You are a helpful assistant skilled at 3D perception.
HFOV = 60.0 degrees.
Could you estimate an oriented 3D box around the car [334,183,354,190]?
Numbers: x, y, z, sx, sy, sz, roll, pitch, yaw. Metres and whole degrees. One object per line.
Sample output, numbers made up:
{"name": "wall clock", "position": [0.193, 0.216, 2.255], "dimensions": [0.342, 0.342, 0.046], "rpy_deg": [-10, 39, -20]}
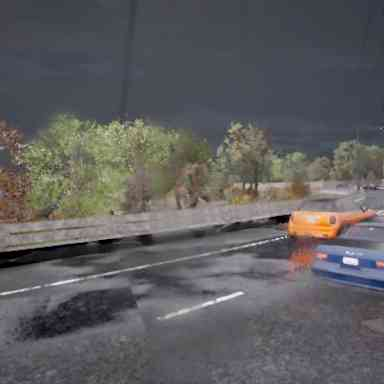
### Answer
{"name": "car", "position": [39.078, -1.177, 86.706], "dimensions": [2.150, 2.045, 5.566], "rpy_deg": [-1, 1, 0]}

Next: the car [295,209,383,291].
{"name": "car", "position": [4.948, 1.308, 8.076], "dimensions": [5.357, 1.411, 2.033], "rpy_deg": [-2, 1, -41]}

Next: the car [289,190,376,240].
{"name": "car", "position": [5.957, 1.003, 13.779], "dimensions": [4.553, 1.767, 2.097], "rpy_deg": [-2, 1, -43]}
